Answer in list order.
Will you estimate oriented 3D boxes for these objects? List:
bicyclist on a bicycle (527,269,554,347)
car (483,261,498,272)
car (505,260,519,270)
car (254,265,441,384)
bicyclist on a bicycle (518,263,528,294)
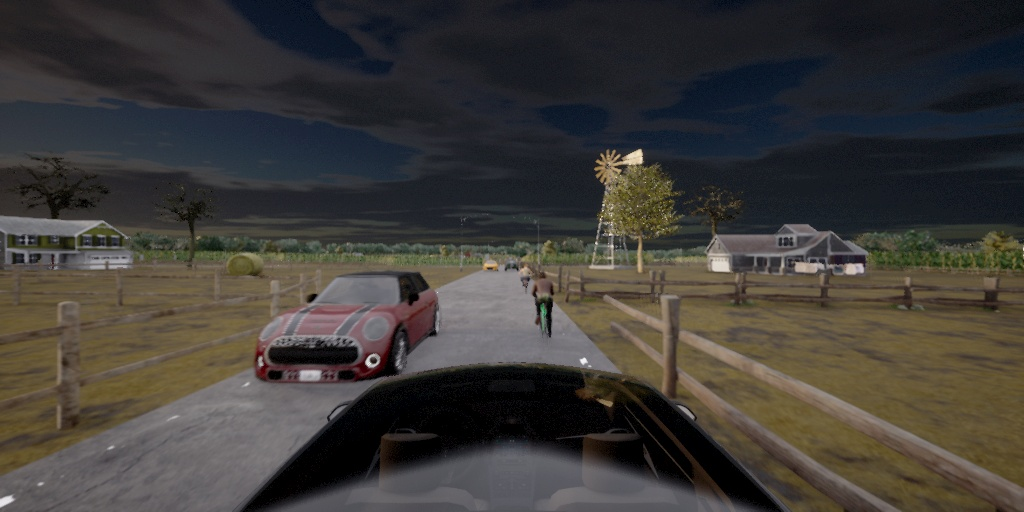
[{"bbox_3d":[0.742,1.204,8.425,0.582,1.620,1.656,0,0,0],"label":"bicyclist on a bicycle"},{"bbox_3d":[-2.946,1.410,50.425,1.882,1.535,5.008,0,-1,0],"label":"car"},{"bbox_3d":[-0.030,1.348,56.715,2.097,1.767,4.553,0,-1,0],"label":"car"},{"bbox_3d":[-2.863,1.102,7.323,2.097,1.767,4.553,0,0,0],"label":"car"},{"bbox_3d":[0.744,1.205,19.493,0.866,1.612,1.509,0,0,0],"label":"bicyclist on a bicycle"}]
